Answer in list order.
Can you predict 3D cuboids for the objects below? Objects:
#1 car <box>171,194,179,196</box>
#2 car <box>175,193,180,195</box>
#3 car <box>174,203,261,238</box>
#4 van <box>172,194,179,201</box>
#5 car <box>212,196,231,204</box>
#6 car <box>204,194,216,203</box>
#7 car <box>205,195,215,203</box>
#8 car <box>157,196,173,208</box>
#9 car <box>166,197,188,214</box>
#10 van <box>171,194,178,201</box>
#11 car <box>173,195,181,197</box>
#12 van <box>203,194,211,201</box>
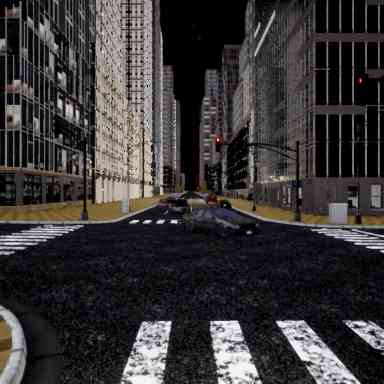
[{"bbox_3d":[-4.133,1.564,63.861,1.947,1.339,4.313,0,0,0],"label":"car"},{"bbox_3d":[-4.186,1.426,74.917,1.967,1.590,4.097,0,0,0],"label":"car"},{"bbox_3d":[1.346,1.572,18.419,2.033,1.411,5.357,0,0,-32],"label":"car"},{"bbox_3d":[-4.239,1.315,85.971,1.690,1.788,3.998,0,0,0],"label":"van"},{"bbox_3d":[3.903,1.579,41.790,1.947,1.339,4.313,0,0,0],"label":"car"},{"bbox_3d":[3.747,1.313,63.899,2.192,1.841,5.009,0,0,0],"label":"car"},{"bbox_3d":[3.721,1.432,69.427,1.967,1.590,4.097,0,0,0],"label":"car"},{"bbox_3d":[-4.053,1.593,47.278,1.802,1.307,4.206,0,0,0],"label":"car"},{"bbox_3d":[-1.541,1.541,36.242,1.812,1.442,4.674,0,0,0],"label":"car"},{"bbox_3d":[-4.213,1.321,80.444,1.690,1.788,3.998,0,0,0],"label":"van"},{"bbox_3d":[-1.602,1.572,52.379,1.994,1.385,4.181,0,0,0],"label":"car"},{"bbox_3d":[3.667,1.321,80.482,1.690,1.788,3.998,0,0,0],"label":"van"}]
